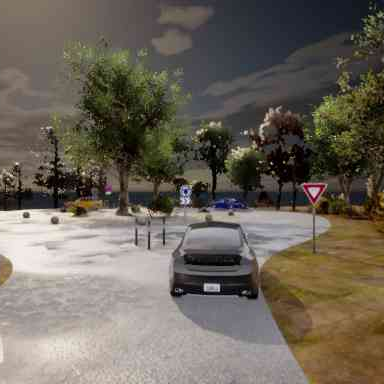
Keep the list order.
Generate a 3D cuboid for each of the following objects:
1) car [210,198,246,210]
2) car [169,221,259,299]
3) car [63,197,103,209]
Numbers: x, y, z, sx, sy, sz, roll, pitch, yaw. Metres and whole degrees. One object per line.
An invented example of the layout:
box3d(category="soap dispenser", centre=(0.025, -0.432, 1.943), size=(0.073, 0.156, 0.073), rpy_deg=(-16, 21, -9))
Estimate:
box3d(category="car", centre=(4.432, 1.478, 41.740), size=(1.882, 1.535, 5.008), rpy_deg=(1, -1, -41))
box3d(category="car", centre=(0.602, 1.505, 8.504), size=(1.837, 1.490, 4.892), rpy_deg=(0, 0, 6))
box3d(category="car", centre=(-14.211, 1.478, 43.338), size=(5.008, 1.535, 1.882), rpy_deg=(0, -1, -35))
